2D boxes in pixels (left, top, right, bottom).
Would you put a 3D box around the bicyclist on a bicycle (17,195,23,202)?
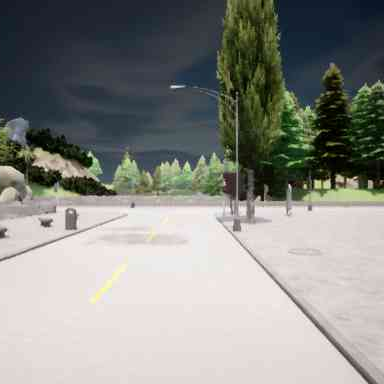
[{"bbox_3d":[-24.507,1.323,47.320,0.582,1.620,1.656,0,0,0],"label":"bicyclist on a bicycle"}]
